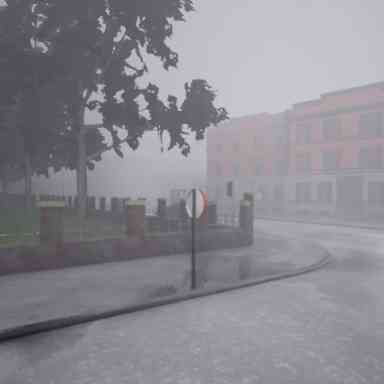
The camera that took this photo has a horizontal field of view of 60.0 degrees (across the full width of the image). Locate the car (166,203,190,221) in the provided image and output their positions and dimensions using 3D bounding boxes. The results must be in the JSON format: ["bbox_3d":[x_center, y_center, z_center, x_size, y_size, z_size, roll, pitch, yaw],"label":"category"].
[{"bbox_3d":[-0.616,1.636,27.923,1.812,1.442,4.674,0,0,-36],"label":"car"}]

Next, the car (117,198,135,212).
[{"bbox_3d":[-7.139,1.462,37.066,2.097,1.767,4.553,0,0,-35],"label":"car"}]

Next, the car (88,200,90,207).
[{"bbox_3d":[-16.295,1.711,50.018,1.895,1.301,4.718,0,0,-35],"label":"car"}]
